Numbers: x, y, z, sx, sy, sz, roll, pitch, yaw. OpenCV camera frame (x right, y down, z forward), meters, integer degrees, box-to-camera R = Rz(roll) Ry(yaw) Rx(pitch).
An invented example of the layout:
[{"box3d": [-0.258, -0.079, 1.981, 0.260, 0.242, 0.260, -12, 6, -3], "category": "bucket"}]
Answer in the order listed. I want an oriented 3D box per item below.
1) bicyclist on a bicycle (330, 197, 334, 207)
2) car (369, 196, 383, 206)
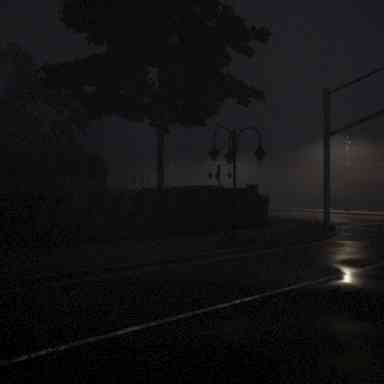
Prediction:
[{"box3d": [20.821, 1.430, 50.092, 1.656, 1.620, 0.582, -6, -7, -37], "category": "bicyclist on a bicycle"}, {"box3d": [28.398, 1.294, 48.448, 2.242, 1.667, 4.611, 0, 0, -35], "category": "car"}]
